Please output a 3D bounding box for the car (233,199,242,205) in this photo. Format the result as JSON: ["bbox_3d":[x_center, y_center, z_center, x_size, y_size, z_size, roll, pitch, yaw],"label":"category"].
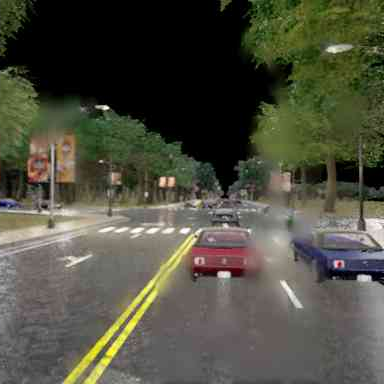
[{"bbox_3d":[12.601,2.674,91.158,1.837,1.490,4.892,0,-1,6],"label":"car"}]

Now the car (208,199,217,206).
[{"bbox_3d":[5.107,2.489,81.983,1.882,1.535,5.008,0,-1,6],"label":"car"}]

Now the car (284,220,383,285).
[{"bbox_3d":[4.234,1.745,9.947,1.895,1.301,4.718,0,-1,6],"label":"car"}]

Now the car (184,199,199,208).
[{"bbox_3d":[-0.298,2.285,61.885,2.033,1.411,5.357,0,-1,7],"label":"car"}]

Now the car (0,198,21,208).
[{"bbox_3d":[-29.256,1.757,52.887,5.008,1.535,1.882,0,-1,29],"label":"car"}]

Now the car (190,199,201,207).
[{"bbox_3d":[0.766,2.340,71.720,1.882,1.535,5.008,0,-1,6],"label":"car"}]

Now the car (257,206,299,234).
[{"bbox_3d":[5.338,1.633,21.053,2.097,1.767,4.553,0,-1,6],"label":"car"}]

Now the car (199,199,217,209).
[{"bbox_3d":[2.920,2.299,61.457,2.033,1.411,5.357,0,-1,7],"label":"car"}]

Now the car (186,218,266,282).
[{"bbox_3d":[0.997,1.729,10.203,1.895,1.301,4.718,0,-1,6],"label":"car"}]

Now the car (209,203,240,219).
[{"bbox_3d":[2.267,1.794,23.045,1.837,1.490,4.892,0,0,6],"label":"car"}]

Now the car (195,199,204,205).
[{"bbox_3d":[1.834,2.516,81.928,1.812,1.442,4.674,0,-1,6],"label":"car"}]

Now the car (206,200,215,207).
[{"bbox_3d":[4.029,2.476,71.669,1.895,1.301,4.718,0,-1,6],"label":"car"}]

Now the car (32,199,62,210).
[{"bbox_3d":[-21.040,1.812,48.309,4.902,1.511,2.128,0,-1,29],"label":"car"}]
